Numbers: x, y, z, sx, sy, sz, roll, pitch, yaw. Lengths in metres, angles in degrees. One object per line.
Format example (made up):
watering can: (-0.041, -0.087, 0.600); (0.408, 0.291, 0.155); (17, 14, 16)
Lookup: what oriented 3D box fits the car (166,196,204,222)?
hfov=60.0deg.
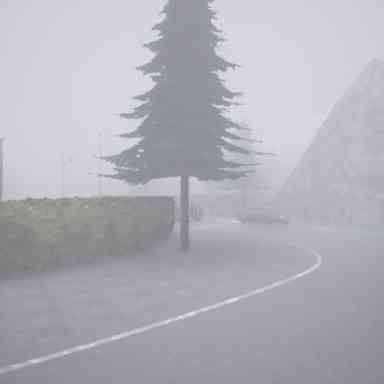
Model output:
car: (-1.218, 1.377, 28.447); (2.150, 2.045, 5.566); (0, -1, -31)

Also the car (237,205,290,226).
car: (5.193, 1.682, 24.600); (1.994, 1.385, 4.181); (0, 0, -30)
